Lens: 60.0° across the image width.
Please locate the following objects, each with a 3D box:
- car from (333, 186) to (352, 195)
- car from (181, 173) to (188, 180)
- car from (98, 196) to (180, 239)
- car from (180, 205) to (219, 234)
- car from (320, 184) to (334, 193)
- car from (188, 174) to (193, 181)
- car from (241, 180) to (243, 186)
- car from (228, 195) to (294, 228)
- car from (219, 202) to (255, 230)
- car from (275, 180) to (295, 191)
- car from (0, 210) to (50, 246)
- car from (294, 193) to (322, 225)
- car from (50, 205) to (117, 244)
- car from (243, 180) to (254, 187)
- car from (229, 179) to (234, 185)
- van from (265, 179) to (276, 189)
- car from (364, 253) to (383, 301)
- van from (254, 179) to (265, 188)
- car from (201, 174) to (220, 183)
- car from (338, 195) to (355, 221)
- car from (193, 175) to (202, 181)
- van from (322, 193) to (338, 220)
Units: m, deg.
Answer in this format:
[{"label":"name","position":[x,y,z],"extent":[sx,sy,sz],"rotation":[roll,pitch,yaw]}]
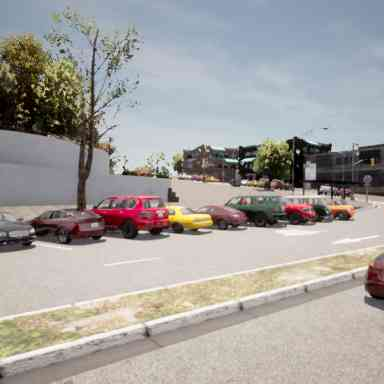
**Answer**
[{"label":"car","position":[25.996,0.132,56.406],"extent":[2.002,1.452,4.674],"rotation":[7,3,35]},{"label":"car","position":[-0.014,-4.089,93.323],"extent":[2.185,1.767,4.553],"rotation":[4,1,33]},{"label":"car","position":[-3.718,1.248,17.582],"extent":[5.566,2.045,2.435],"rotation":[-1,-1,35]},{"label":"car","position":[-1.398,1.502,19.409],"extent":[5.366,1.575,1.946],"rotation":[-1,-1,35]},{"label":"car","position":[24.306,-0.430,58.879],"extent":[2.435,2.045,5.566],"rotation":[7,3,35]},{"label":"car","position":[1.716,-3.854,90.853],"extent":[2.185,1.767,4.553],"rotation":[6,3,34]},{"label":"car","position":[12.205,-2.047,76.152],"extent":[2.002,1.452,4.674],"rotation":[7,4,35]},{"label":"car","position":[3.637,1.261,22.793],"extent":[5.566,2.045,2.435],"rotation":[-1,-1,35]},{"label":"car","position":[1.209,1.548,21.036],"extent":[4.674,1.452,2.002],"rotation":[-1,-1,35]},{"label":"car","position":[19.097,-0.996,66.265],"extent":[2.231,1.521,4.892],"rotation":[7,3,35]},{"label":"car","position":[-8.583,1.493,14.092],"extent":[4.892,1.521,2.231],"rotation":[-1,-1,35]},{"label":"car","position":[6.151,1.266,24.498],"extent":[5.566,2.045,2.435],"rotation":[-1,-1,35]},{"label":"car","position":[-6.163,1.524,15.838],"extent":[4.792,1.488,2.163],"rotation":[-1,-1,35]},{"label":"car","position":[14.036,-1.816,73.831],"extent":[1.946,1.575,5.366],"rotation":[7,3,35]},{"label":"car","position":[10.463,-2.321,78.615],"extent":[2.002,1.452,4.674],"rotation":[7,3,35]},{"label":"van","position":[17.338,-1.495,68.628],"extent":[1.878,1.987,4.442],"rotation":[7,4,35]},{"label":"car","position":[5.588,1.573,7.121],"extent":[4.181,1.385,1.994],"rotation":[0,0,-34]},{"label":"van","position":[15.610,-1.768,71.100],"extent":[1.878,1.987,4.442],"rotation":[7,4,35]},{"label":"car","position":[5.360,-3.180,86.126],"extent":[1.946,1.575,5.366],"rotation":[7,3,34]},{"label":"car","position":[11.099,1.401,27.916],"extent":[4.553,1.767,2.185],"rotation":[-1,-1,35]},{"label":"car","position":[3.509,-3.702,88.386],"extent":[2.435,2.045,5.566],"rotation":[7,3,34]},{"label":"van","position":[8.690,1.295,26.167],"extent":[4.442,1.987,1.878],"rotation":[-1,-1,35]}]
